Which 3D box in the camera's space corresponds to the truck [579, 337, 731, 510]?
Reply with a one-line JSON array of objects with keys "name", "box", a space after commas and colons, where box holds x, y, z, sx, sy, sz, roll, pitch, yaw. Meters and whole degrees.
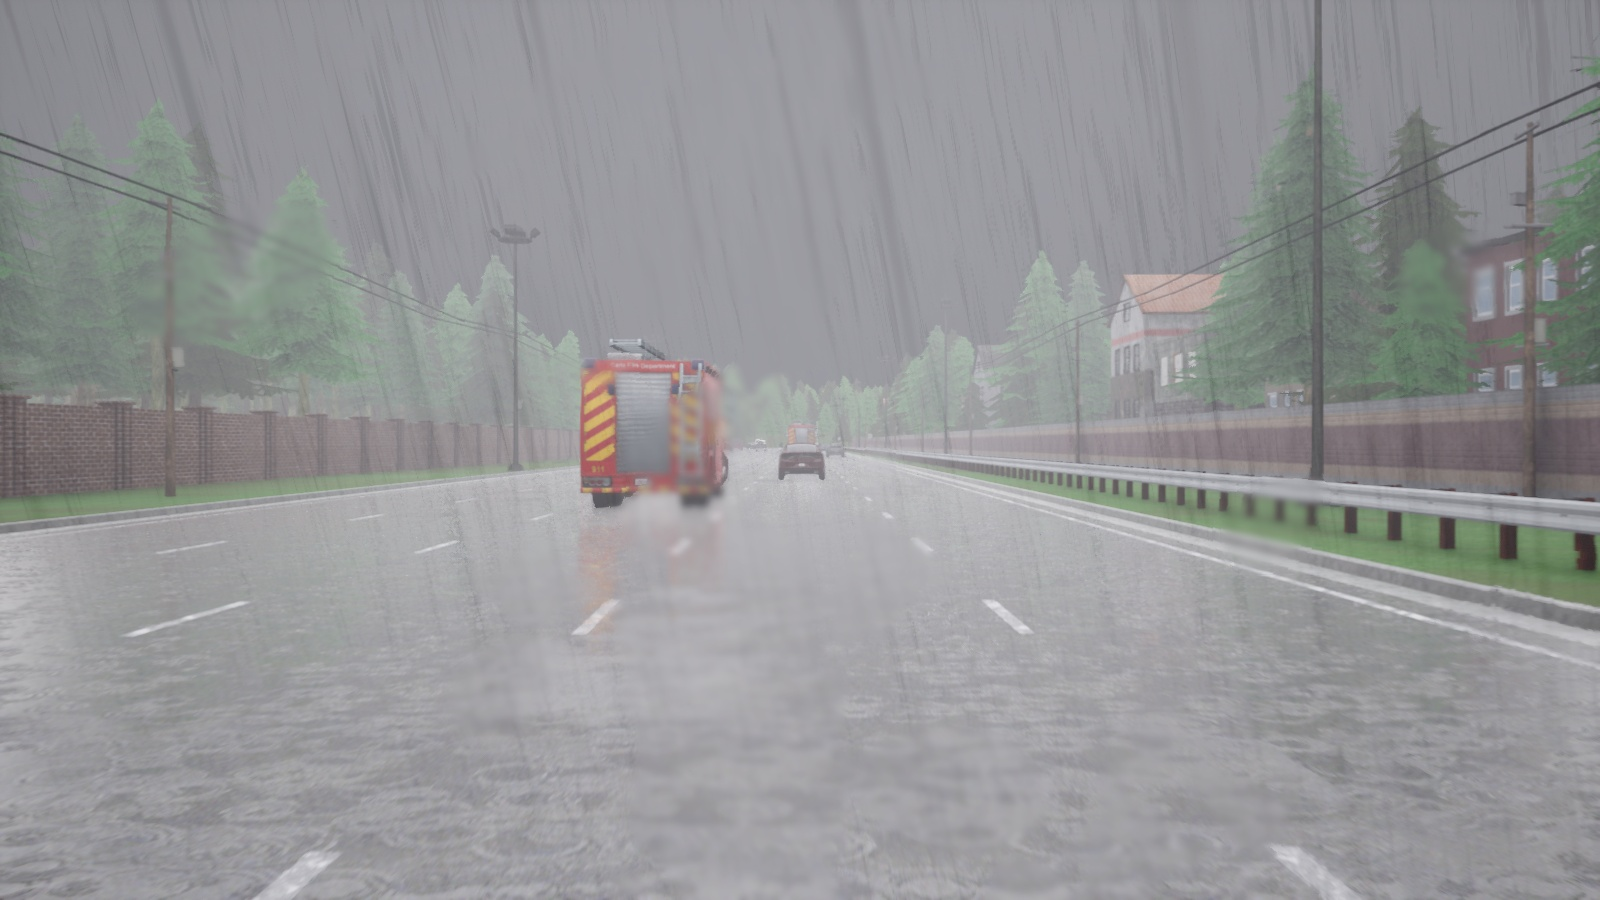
[{"name": "truck", "box": [-3.438, -0.601, 32.048, 2.891, 3.827, 8.468, 0, 0, 0]}]

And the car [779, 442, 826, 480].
[{"name": "car", "box": [0.091, 0.428, 52.640, 1.882, 1.535, 5.008, 0, 0, 0]}]
